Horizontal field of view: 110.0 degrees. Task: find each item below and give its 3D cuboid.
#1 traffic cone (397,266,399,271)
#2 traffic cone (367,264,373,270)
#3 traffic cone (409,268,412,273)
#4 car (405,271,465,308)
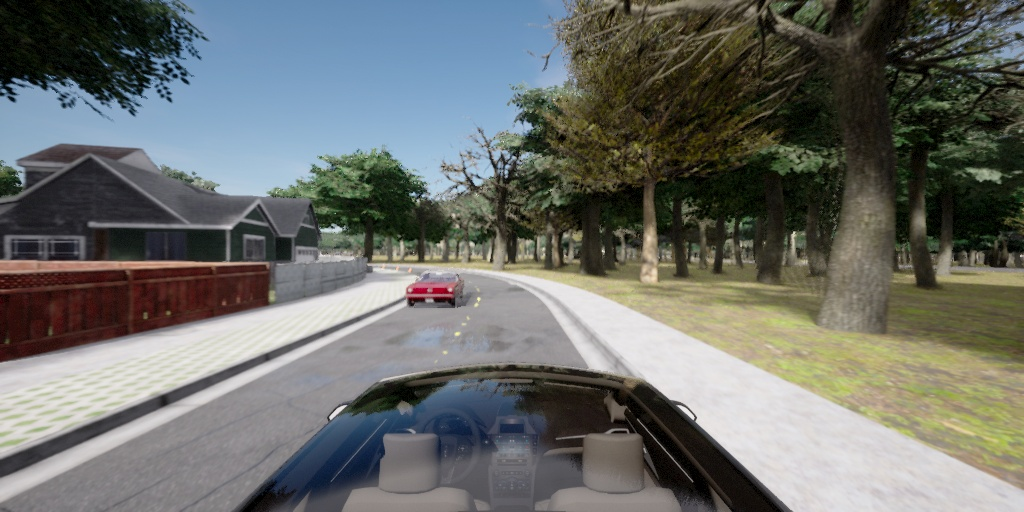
[{"bbox_3d":[-13.604,1.455,42.607,0.340,0.580,0.340,0,0,-36],"label":"traffic cone"},{"bbox_3d":[-19.930,1.364,49.716,0.340,0.580,0.340,0,0,43],"label":"traffic cone"},{"bbox_3d":[-10.972,1.496,38.636,0.340,0.580,0.340,0,0,-31],"label":"traffic cone"},{"bbox_3d":[-3.059,1.298,15.079,1.895,1.301,4.718,0,0,-3],"label":"car"}]
